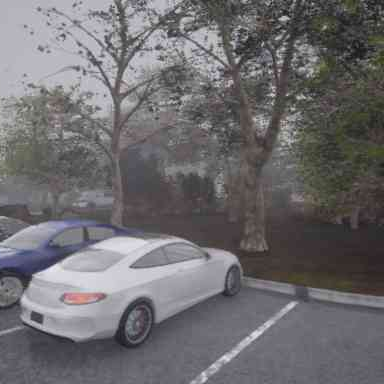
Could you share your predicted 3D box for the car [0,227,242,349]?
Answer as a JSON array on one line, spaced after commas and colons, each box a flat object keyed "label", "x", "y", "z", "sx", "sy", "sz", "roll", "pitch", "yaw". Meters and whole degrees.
[{"label": "car", "x": -0.748, "y": 1.514, "z": 6.344, "sx": 2.002, "sy": 1.452, "sz": 4.674, "roll": 0, "pitch": 0, "yaw": 35}]

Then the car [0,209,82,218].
[{"label": "car", "x": -5.979, "y": 1.466, "z": 10.069, "sx": 2.231, "sy": 1.521, "sz": 4.892, "roll": 0, "pitch": 0, "yaw": 35}]

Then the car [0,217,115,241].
[{"label": "car", "x": -3.307, "y": 1.469, "z": 8.178, "sx": 2.097, "sy": 1.535, "sz": 5.008, "roll": 0, "pitch": 0, "yaw": 35}]

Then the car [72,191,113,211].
[{"label": "car", "x": -10.426, "y": 0.958, "z": 36.812, "sx": 2.150, "sy": 2.045, "sz": 5.566, "roll": -3, "pitch": -1, "yaw": 35}]
